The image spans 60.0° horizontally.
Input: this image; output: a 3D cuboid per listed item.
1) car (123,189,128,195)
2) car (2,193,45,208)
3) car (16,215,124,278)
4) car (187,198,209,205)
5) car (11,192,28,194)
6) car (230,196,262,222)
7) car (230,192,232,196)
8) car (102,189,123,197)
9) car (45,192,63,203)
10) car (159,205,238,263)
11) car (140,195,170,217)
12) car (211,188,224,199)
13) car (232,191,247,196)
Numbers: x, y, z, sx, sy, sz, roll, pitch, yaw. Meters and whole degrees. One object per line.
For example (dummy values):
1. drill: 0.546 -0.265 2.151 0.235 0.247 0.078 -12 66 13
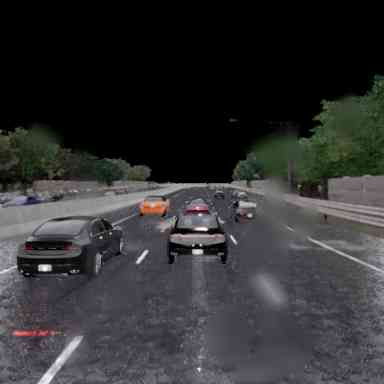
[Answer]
1. car: -15.625 0.077 73.985 1.994 1.385 4.181 0 2 2
2. car: -17.074 1.143 33.600 1.812 1.442 4.674 0 1 2
3. car: -3.335 1.462 10.001 1.837 1.490 4.892 0 1 0
4. car: 0.512 1.246 29.382 1.994 1.385 4.181 0 1 1
5. car: -23.038 0.770 43.888 2.097 1.767 4.553 0 1 -1
6. car: 3.772 1.300 23.662 1.812 1.442 4.674 0 1 1
7. car: 8.564 0.415 64.480 1.994 1.385 4.181 0 2 2
8. car: -12.908 0.670 52.977 1.882 1.535 5.008 0 1 2
9. car: -20.040 0.827 47.357 2.128 1.511 4.902 0 1 2
10. car: 0.183 1.434 11.713 2.128 1.511 4.902 0 1 1
11. car: -3.023 1.058 28.037 2.097 1.767 4.553 0 1 1
12. car: 4.972 0.440 61.846 1.837 1.490 4.892 0 2 2
13. car: 8.090 0.657 54.534 1.812 1.442 4.674 0 2 4
